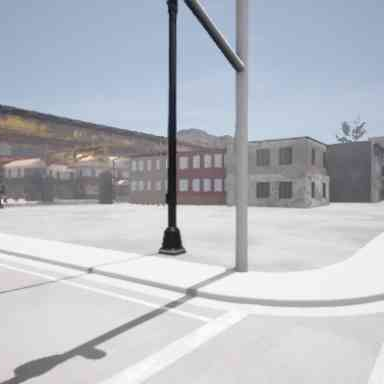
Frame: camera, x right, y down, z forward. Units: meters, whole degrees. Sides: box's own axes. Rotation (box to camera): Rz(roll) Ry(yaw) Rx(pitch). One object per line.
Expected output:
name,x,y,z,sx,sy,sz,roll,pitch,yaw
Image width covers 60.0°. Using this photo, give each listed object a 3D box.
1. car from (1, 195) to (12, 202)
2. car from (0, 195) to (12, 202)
car,-36.713,1.353,65.536,2.038,1.542,4.974,0,0,-23
car,-36.734,1.196,65.584,1.853,1.218,4.536,0,0,-23
